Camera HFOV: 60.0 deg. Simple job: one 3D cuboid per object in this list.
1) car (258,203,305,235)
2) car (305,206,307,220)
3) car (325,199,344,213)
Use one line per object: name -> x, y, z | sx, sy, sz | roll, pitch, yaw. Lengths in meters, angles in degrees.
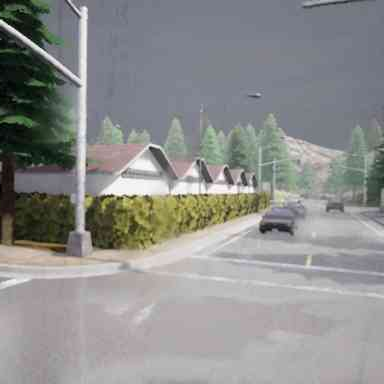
car -> 5.272, 1.601, 19.662 | 2.033, 1.411, 5.357 | 1, 0, 21
car -> 8.904, 1.615, 28.891 | 1.994, 1.385, 4.181 | 1, 0, 22
car -> 17.017, 1.618, 39.684 | 1.837, 1.490, 4.892 | 1, 0, 20
